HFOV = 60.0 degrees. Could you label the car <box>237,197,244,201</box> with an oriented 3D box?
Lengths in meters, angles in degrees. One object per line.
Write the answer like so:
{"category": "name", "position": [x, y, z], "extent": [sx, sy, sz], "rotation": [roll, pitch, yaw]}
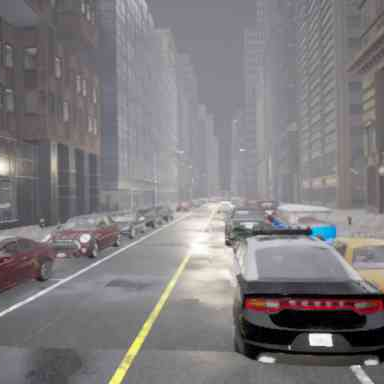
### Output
{"category": "car", "position": [6.259, 1.587, 35.027], "extent": [2.192, 1.841, 5.009], "rotation": [-1, -1, 5]}

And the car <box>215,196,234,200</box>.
{"category": "car", "position": [5.170, 1.851, 52.738], "extent": [2.097, 1.767, 4.553], "rotation": [-1, -1, 5]}

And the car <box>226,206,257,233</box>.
{"category": "car", "position": [3.171, 1.711, 22.091], "extent": [1.812, 1.442, 4.674], "rotation": [-1, -1, 5]}

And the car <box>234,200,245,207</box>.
{"category": "car", "position": [8.908, 2.126, 62.907], "extent": [1.802, 1.307, 4.206], "rotation": [-1, -1, 5]}

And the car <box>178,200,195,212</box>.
{"category": "car", "position": [-1.165, 2.100, 46.969], "extent": [1.887, 1.381, 4.507], "rotation": [-1, -1, 5]}

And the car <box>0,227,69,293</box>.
{"category": "car", "position": [-4.864, 1.766, 7.931], "extent": [1.802, 1.307, 4.206], "rotation": [-1, -1, 5]}

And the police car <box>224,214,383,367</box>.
{"category": "police car", "position": [1.669, 1.463, 6.273], "extent": [1.930, 1.638, 5.238], "rotation": [-1, -1, 5]}

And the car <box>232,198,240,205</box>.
{"category": "car", "position": [10.492, 2.253, 79.636], "extent": [1.887, 1.381, 4.507], "rotation": [-1, -1, 5]}

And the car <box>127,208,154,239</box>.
{"category": "car", "position": [-3.807, 1.838, 19.085], "extent": [2.008, 1.369, 4.403], "rotation": [-1, -1, 5]}

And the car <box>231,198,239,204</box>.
{"category": "car", "position": [11.021, 2.308, 85.213], "extent": [1.887, 1.381, 4.507], "rotation": [-1, -1, 5]}

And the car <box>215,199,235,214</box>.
{"category": "car", "position": [4.140, 1.914, 41.539], "extent": [1.812, 1.442, 4.674], "rotation": [-1, -1, 6]}

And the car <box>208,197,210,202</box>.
{"category": "car", "position": [3.063, 2.537, 91.584], "extent": [1.887, 1.381, 4.507], "rotation": [-1, -1, 5]}

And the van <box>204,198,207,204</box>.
{"category": "van", "position": [2.001, 2.224, 80.433], "extent": [1.690, 1.788, 3.998], "rotation": [-1, -1, 5]}

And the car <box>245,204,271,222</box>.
{"category": "car", "position": [5.737, 1.800, 29.448], "extent": [1.802, 1.307, 4.206], "rotation": [-1, -1, 5]}

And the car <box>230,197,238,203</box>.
{"category": "car", "position": [11.547, 2.258, 90.791], "extent": [1.967, 1.590, 4.097], "rotation": [-1, -1, 5]}

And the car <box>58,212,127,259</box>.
{"category": "car", "position": [-4.338, 1.675, 13.508], "extent": [1.967, 1.590, 4.097], "rotation": [-1, -1, 5]}

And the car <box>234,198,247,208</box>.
{"category": "car", "position": [8.376, 1.930, 57.331], "extent": [1.967, 1.590, 4.097], "rotation": [-1, -1, 5]}

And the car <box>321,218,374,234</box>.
{"category": "car", "position": [3.638, 1.536, 7.312], "extent": [1.752, 1.417, 4.829], "rotation": [-1, -1, 5]}

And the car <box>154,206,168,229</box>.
{"category": "car", "position": [-3.279, 1.906, 24.661], "extent": [1.947, 1.339, 4.313], "rotation": [-1, -1, 5]}

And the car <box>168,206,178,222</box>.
{"category": "car", "position": [-2.750, 1.959, 30.237], "extent": [1.947, 1.339, 4.313], "rotation": [-1, -1, 5]}

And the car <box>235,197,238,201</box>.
{"category": "car", "position": [7.319, 1.821, 46.179], "extent": [1.967, 1.590, 4.097], "rotation": [-1, -1, 5]}

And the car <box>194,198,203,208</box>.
{"category": "car", "position": [0.418, 2.159, 63.701], "extent": [1.967, 1.590, 4.097], "rotation": [-1, -1, 5]}

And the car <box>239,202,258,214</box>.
{"category": "car", "position": [6.793, 1.892, 40.601], "extent": [1.947, 1.339, 4.313], "rotation": [-1, -1, 5]}

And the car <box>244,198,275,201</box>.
{"category": "car", "position": [5.202, 1.480, 23.874], "extent": [2.192, 1.841, 5.009], "rotation": [-1, -1, 5]}

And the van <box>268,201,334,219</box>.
{"category": "van", "position": [4.146, 1.402, 12.721], "extent": [1.690, 1.788, 3.998], "rotation": [-1, -1, 5]}

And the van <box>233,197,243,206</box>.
{"category": "van", "position": [9.431, 1.940, 68.485], "extent": [1.690, 1.788, 3.998], "rotation": [-1, -1, 5]}

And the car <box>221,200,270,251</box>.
{"category": "car", "position": [2.597, 1.480, 16.090], "extent": [2.097, 1.767, 4.553], "rotation": [-1, -1, 5]}
